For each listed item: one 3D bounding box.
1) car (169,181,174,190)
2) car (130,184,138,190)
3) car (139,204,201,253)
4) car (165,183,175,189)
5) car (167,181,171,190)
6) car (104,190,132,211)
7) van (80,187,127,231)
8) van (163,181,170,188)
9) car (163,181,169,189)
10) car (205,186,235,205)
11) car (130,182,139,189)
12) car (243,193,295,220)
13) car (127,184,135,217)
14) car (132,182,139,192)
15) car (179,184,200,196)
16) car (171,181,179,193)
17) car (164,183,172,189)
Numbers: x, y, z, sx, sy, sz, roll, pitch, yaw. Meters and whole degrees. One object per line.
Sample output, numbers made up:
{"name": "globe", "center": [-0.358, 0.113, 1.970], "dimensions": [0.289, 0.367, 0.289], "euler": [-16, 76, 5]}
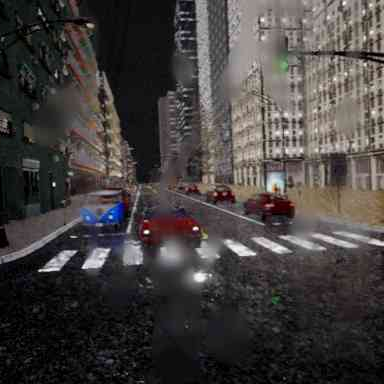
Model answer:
{"name": "car", "center": [-2.676, -0.857, 61.317], "dimensions": [1.887, 1.381, 4.507], "euler": [-2, 2, -9]}
{"name": "car", "center": [-14.272, -1.183, 81.922], "dimensions": [1.947, 1.339, 4.313], "euler": [-2, 2, -9]}
{"name": "car", "center": [-0.917, 1.133, 11.851], "dimensions": [1.895, 1.301, 4.718], "euler": [-3, 2, -9]}
{"name": "car", "center": [-5.165, -1.405, 77.702], "dimensions": [2.008, 1.369, 4.403], "euler": [-2, 2, -9]}
{"name": "car", "center": [-3.505, -1.005, 66.780], "dimensions": [1.802, 1.307, 4.206], "euler": [-2, 2, -9]}
{"name": "car", "center": [-5.978, 0.653, 27.303], "dimensions": [1.887, 1.381, 4.507], "euler": [-2, 2, -9]}
{"name": "van", "center": [-4.325, 0.827, 16.371], "dimensions": [1.690, 1.788, 3.998], "euler": [-2, 2, -9]}
{"name": "van", "center": [-6.831, -1.981, 88.619], "dimensions": [1.690, 1.788, 3.998], "euler": [-2, 2, -9]}
{"name": "car", "center": [-4.343, -1.456, 72.231], "dimensions": [2.192, 1.841, 5.009], "euler": [-2, 2, -9]}
{"name": "car", "center": [2.298, 0.158, 28.542], "dimensions": [1.967, 1.590, 4.097], "euler": [-2, 2, -9]}
{"name": "car", "center": [-15.939, -1.799, 92.835], "dimensions": [2.192, 1.841, 5.009], "euler": [-2, 2, -9]}
{"name": "car", "center": [3.962, 0.677, 17.623], "dimensions": [1.802, 1.307, 4.206], "euler": [-2, 2, -9]}
{"name": "car", "center": [-5.156, 0.612, 21.832], "dimensions": [2.192, 1.841, 5.009], "euler": [-2, 2, -9]}
{"name": "car", "center": [-11.788, -0.756, 65.531], "dimensions": [1.967, 1.590, 4.097], "euler": [-2, 2, -9]}
{"name": "car", "center": [-0.191, -0.404, 44.927], "dimensions": [1.967, 1.590, 4.097], "euler": [-2, 2, -9]}
{"name": "car", "center": [-1.847, -0.666, 55.855], "dimensions": [2.008, 1.369, 4.403], "euler": [-2, 2, -9]}
{"name": "car", "center": [-5.993, -1.558, 83.166], "dimensions": [1.802, 1.307, 4.206], "euler": [-2, 2, -9]}
